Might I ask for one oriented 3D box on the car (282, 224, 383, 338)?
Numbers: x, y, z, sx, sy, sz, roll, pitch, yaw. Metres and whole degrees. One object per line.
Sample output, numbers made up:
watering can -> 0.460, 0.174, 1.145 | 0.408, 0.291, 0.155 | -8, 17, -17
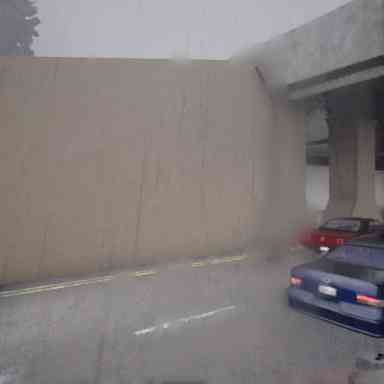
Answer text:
car -> 4.108, 1.547, 6.522 | 5.357, 1.411, 2.033 | 0, 0, -35

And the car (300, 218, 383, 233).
car -> 6.183, 1.599, 12.285 | 4.718, 1.301, 1.895 | 0, 0, -35
